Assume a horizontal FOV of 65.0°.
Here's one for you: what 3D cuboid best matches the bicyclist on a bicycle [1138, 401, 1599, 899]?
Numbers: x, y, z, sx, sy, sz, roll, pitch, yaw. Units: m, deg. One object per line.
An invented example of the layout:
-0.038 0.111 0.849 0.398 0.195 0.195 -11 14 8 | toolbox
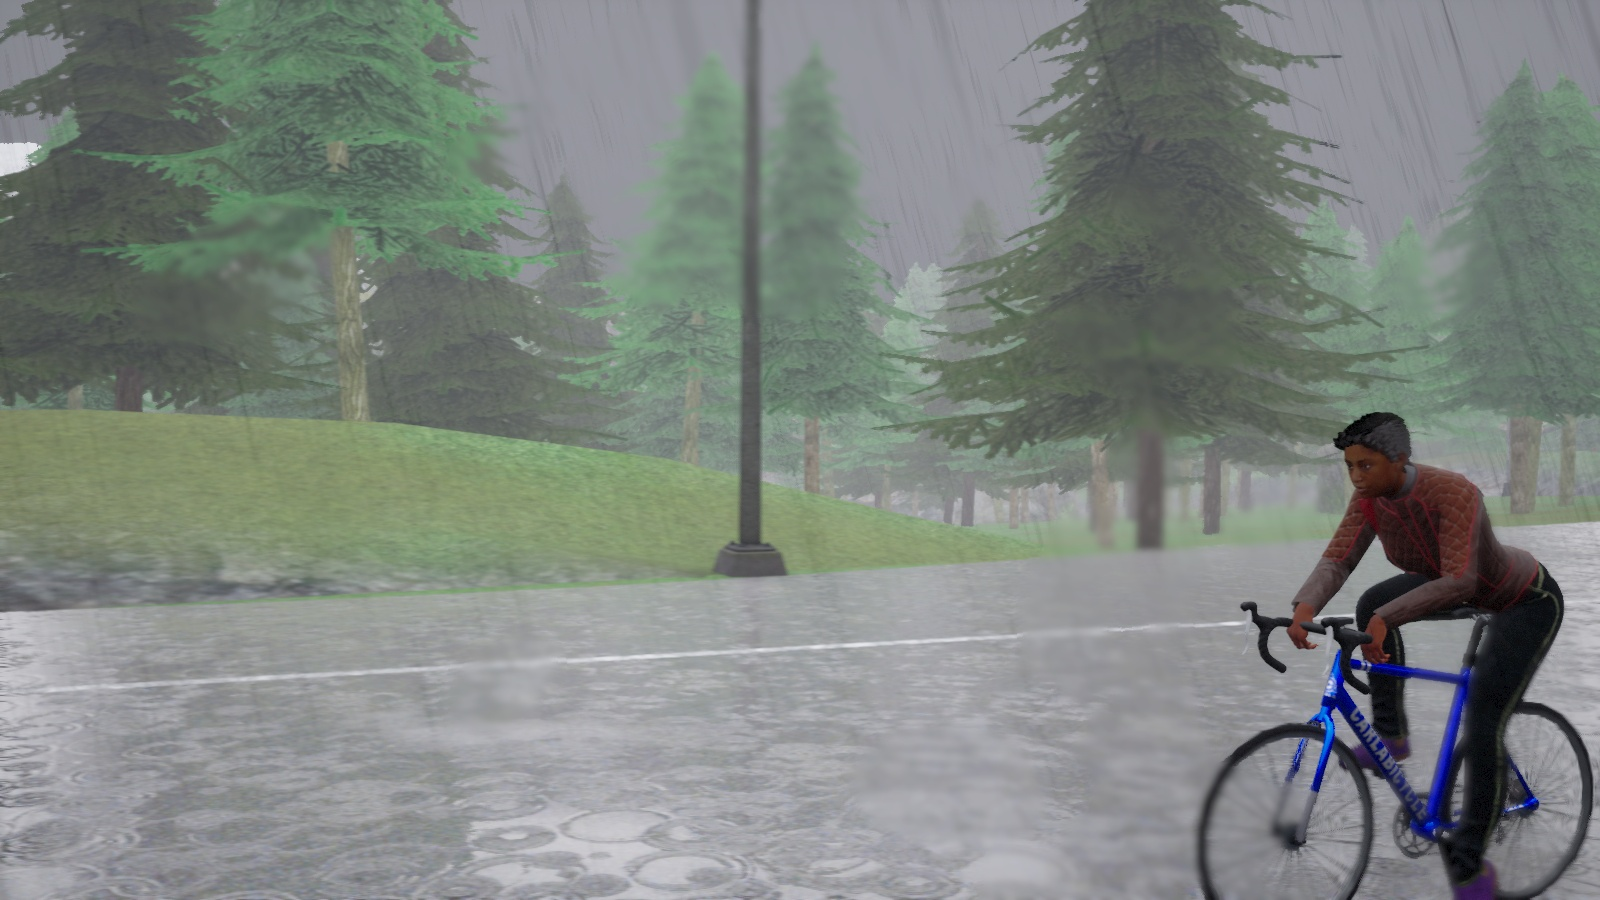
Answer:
1.952 0.665 3.980 1.656 1.620 0.582 -1 1 -21 | bicyclist on a bicycle
